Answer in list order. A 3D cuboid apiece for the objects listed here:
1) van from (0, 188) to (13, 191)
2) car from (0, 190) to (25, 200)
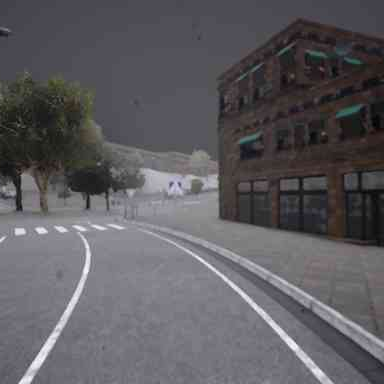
[{"bbox_3d":[-45.255,0.666,83.438,1.878,1.987,4.442,4,2,29],"label":"van"},{"bbox_3d":[-43.372,1.089,81.074,2.097,1.535,5.008,4,2,29],"label":"car"}]
